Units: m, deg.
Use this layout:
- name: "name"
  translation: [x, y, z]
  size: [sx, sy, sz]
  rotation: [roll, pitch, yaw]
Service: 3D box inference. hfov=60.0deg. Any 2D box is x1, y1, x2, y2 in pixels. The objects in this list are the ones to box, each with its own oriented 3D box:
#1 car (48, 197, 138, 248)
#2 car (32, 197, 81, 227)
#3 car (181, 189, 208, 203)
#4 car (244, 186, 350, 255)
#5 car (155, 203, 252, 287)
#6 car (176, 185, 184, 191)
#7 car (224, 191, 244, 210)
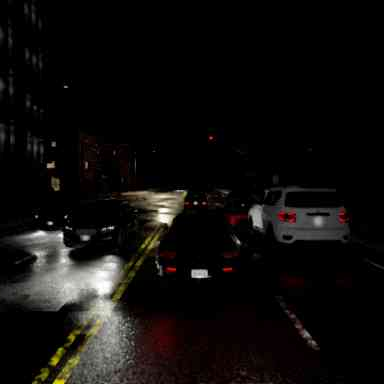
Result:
- name: "car"
  translation: [-3.267, 1.079, 12.678]
  size: [2.128, 1.511, 4.902]
  rotation: [0, 2, 0]
- name: "car"
  translation: [-6.479, 0.968, 17.873]
  size: [2.033, 1.411, 5.357]
  rotation: [0, 2, 0]
- name: "car"
  translation: [0.261, 0.737, 24.926]
  size: [2.033, 1.411, 5.357]
  rotation: [0, 2, 0]
- name: "car"
  translation: [3.429, 0.828, 11.706]
  size: [2.150, 2.045, 5.566]
  rotation: [0, 1, 0]
- name: "car"
  translation: [0.152, 1.250, 8.378]
  size: [1.812, 1.442, 4.674]
  rotation: [0, 2, 0]
- name: "car"
  translation: [-2.835, -1.044, 80.458]
  size: [1.994, 1.385, 4.181]
  rotation: [0, 2, 0]
- name: "car"
  translation: [3.511, 0.662, 25.087]
  size: [1.882, 1.535, 5.008]
  rotation: [0, 2, 1]
